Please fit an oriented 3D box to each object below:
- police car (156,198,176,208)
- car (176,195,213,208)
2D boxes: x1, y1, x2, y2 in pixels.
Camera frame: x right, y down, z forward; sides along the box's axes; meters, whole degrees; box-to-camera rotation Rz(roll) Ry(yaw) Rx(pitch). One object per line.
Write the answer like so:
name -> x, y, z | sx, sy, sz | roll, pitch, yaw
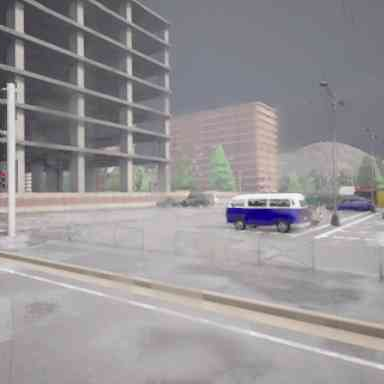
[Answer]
police car -> -3.545, 1.688, 52.312 | 1.930, 1.638, 5.238 | -1, 0, 35
car -> 0.481, 1.454, 52.067 | 2.150, 2.045, 5.566 | -1, -1, 36
